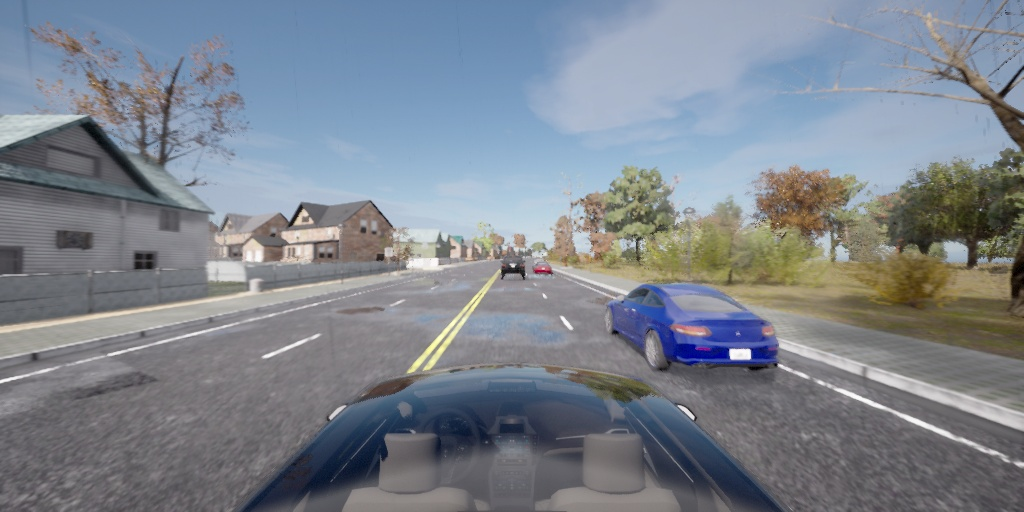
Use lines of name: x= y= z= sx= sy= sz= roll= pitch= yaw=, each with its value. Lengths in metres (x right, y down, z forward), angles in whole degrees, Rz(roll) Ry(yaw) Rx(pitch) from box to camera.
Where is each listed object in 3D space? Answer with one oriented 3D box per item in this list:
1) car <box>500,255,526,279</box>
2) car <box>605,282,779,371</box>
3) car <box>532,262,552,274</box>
car: x=0.095 y=0.965 z=32.932 sx=2.150 sy=2.045 sz=5.566 roll=0 pitch=0 yaw=0
car: x=3.349 y=1.277 z=7.558 sx=1.812 sy=1.442 sz=4.674 roll=0 pitch=0 yaw=0
car: x=3.344 y=1.307 z=40.269 sx=1.994 sy=1.385 sz=4.181 roll=0 pitch=0 yaw=0
